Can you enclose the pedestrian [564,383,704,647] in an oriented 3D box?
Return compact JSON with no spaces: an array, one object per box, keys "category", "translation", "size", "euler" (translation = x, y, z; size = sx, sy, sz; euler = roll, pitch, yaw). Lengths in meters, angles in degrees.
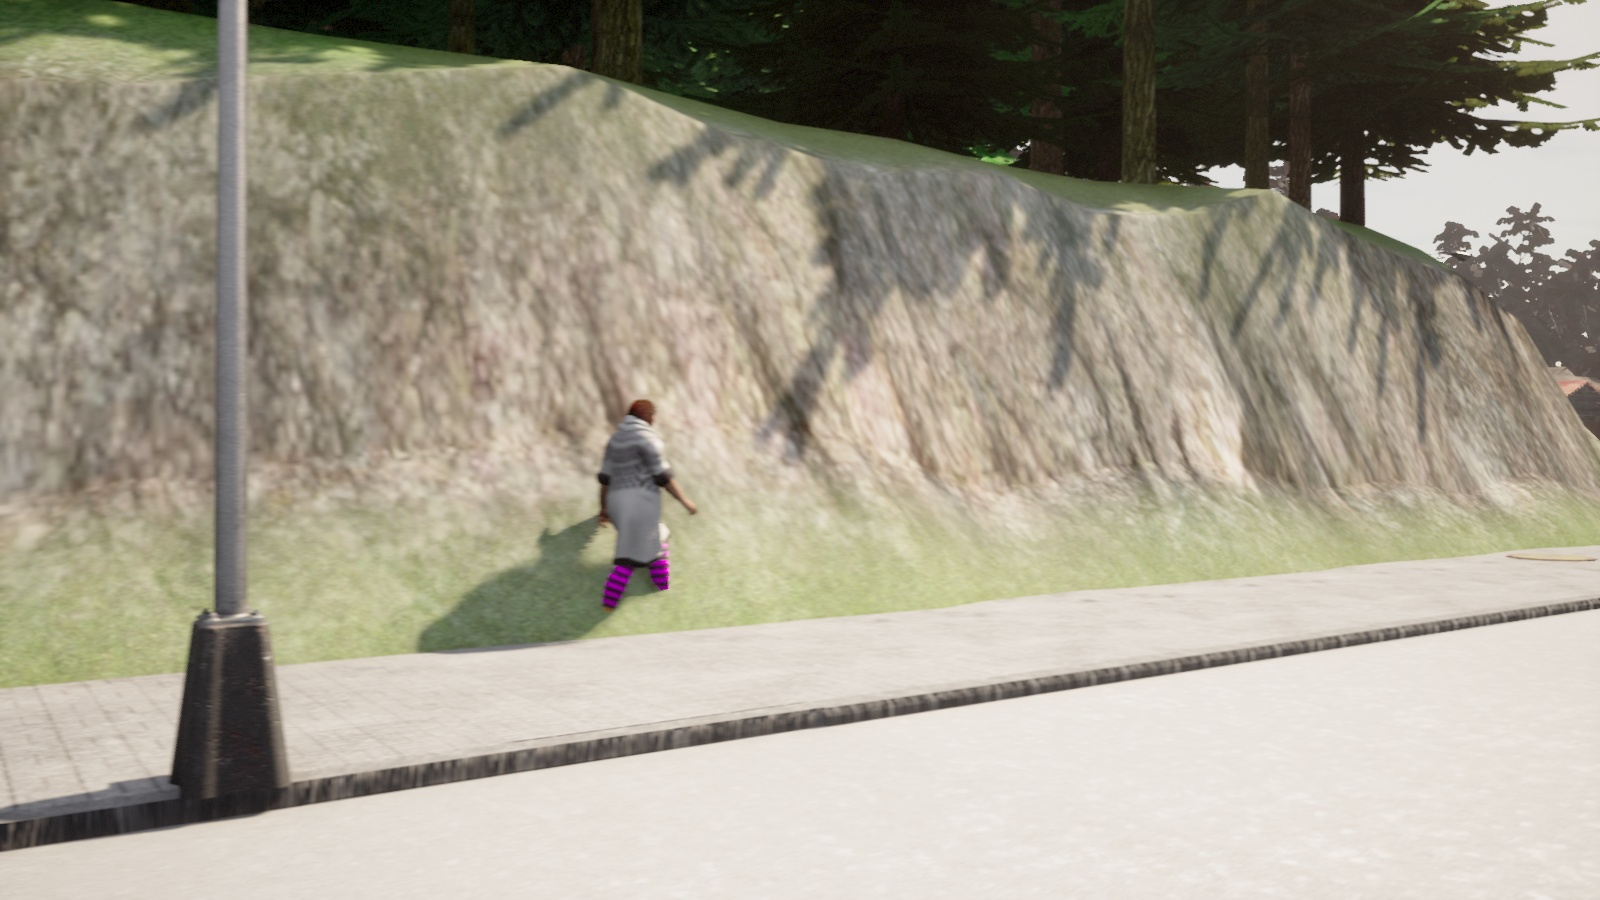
[{"category":"pedestrian","translation":[-1.296,0.482,9.796],"size":[0.873,1.952,0.659],"euler":[0,0,-35]}]
